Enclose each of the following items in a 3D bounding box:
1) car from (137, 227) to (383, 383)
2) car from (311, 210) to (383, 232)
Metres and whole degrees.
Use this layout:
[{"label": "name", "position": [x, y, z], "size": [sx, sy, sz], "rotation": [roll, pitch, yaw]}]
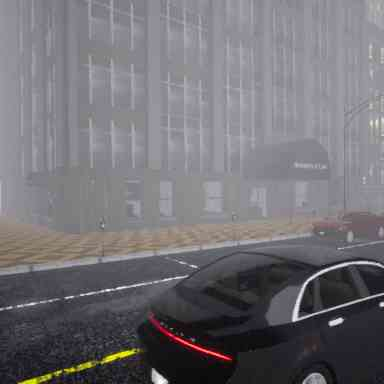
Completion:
[{"label": "car", "position": [1.673, 1.504, 4.509], "size": [4.892, 1.490, 1.837], "rotation": [0, 0, -35]}, {"label": "car", "position": [7.474, 1.542, 15.764], "size": [4.507, 1.381, 1.887], "rotation": [0, -1, -35]}]
